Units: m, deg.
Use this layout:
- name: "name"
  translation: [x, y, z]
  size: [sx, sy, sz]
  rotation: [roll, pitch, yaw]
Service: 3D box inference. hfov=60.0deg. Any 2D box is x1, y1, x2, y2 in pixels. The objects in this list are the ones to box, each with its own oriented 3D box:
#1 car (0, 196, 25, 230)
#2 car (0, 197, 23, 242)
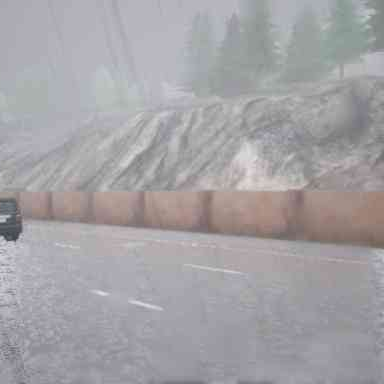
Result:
- name: "car"
  translation: [-13.857, 1.322, 22.611]
  size: [5.566, 2.045, 2.150]
  rotation: [0, 0, 35]
- name: "car"
  translation: [-10.195, 1.292, 15.669]
  size: [5.566, 2.045, 2.150]
  rotation: [0, 0, 36]
